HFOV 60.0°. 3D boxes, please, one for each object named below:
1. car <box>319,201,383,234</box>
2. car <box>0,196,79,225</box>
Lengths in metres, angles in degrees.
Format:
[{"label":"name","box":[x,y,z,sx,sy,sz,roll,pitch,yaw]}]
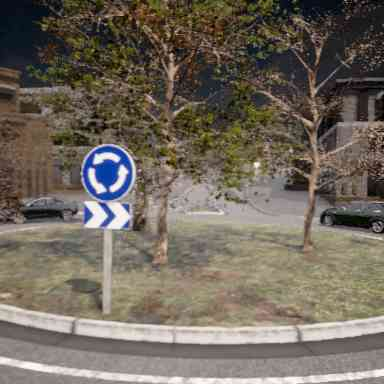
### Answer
[{"label":"car","box":[9.753,1.268,19.290,2.097,1.767,4.553,1,1,-31]},{"label":"car","box":[-9.204,1.010,19.826,2.128,1.511,4.902,1,1,39]}]
